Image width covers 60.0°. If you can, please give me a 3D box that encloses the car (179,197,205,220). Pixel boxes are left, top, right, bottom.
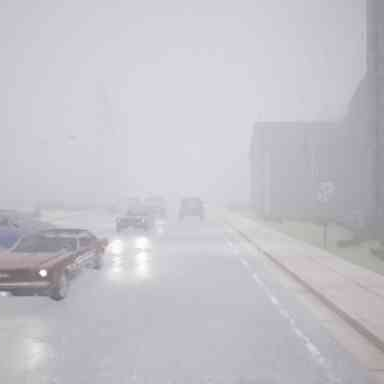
[{"bbox_3d":[-0.015,1.431,30.453,2.150,2.045,5.566,0,0,0],"label":"car"}]

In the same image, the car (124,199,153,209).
[{"bbox_3d":[-8.204,1.864,51.613,4.193,1.474,1.816,0,0,0],"label":"car"}]

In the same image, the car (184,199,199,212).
[{"bbox_3d":[-0.066,1.781,44.890,1.882,1.535,5.008,0,0,0],"label":"car"}]

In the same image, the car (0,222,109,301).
[{"bbox_3d":[-3.619,1.664,8.594,1.895,1.301,4.718,0,0,0],"label":"car"}]

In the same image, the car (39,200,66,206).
[{"bbox_3d":[-21.073,1.887,50.459,3.905,1.438,1.784,0,0,0],"label":"car"}]

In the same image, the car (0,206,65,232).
[{"bbox_3d":[-7.750,1.584,13.924,4.611,1.667,2.242,0,0,0],"label":"car"}]

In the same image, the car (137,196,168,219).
[{"bbox_3d":[-3.593,1.450,32.426,2.150,2.045,5.566,0,-1,0],"label":"car"}]

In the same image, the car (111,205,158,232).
[{"bbox_3d":[-3.554,1.752,21.518,1.895,1.301,4.718,0,0,0],"label":"car"}]

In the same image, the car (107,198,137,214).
[{"bbox_3d":[-7.677,1.580,38.131,3.866,1.878,1.905,0,0,0],"label":"car"}]
